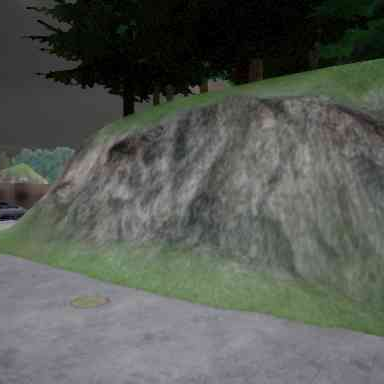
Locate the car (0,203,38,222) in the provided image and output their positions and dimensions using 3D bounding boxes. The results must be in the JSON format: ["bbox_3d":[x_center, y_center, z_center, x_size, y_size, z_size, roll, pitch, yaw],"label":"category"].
[{"bbox_3d":[-13.666,1.495,24.455,1.994,1.385,4.181,0,0,35],"label":"car"}]
